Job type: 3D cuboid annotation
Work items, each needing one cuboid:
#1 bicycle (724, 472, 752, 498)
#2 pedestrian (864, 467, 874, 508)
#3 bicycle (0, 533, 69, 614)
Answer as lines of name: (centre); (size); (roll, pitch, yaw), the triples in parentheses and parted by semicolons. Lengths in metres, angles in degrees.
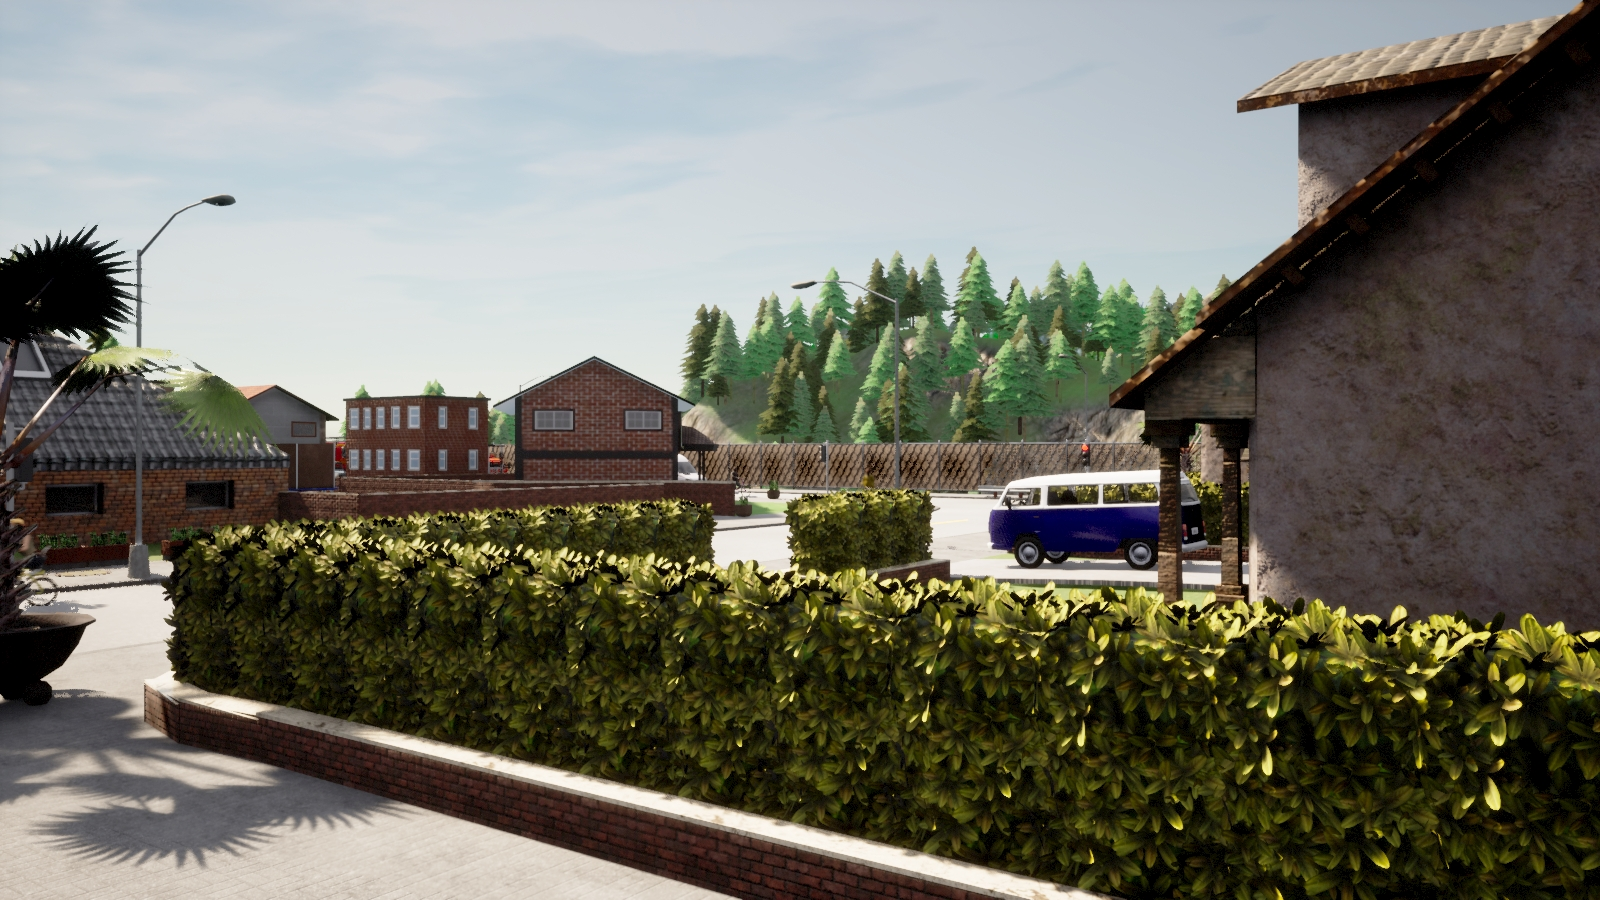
bicycle: (-3.643, 2.044, 67.431); (1.835, 1.471, 0.329); (0, 0, 35)
pedestrian: (3.181, 1.734, 52.816); (0.375, 1.860, 0.375); (0, 0, 17)
bicycle: (-13.730, 2.149, 19.870); (0.859, 1.276, 1.487); (0, 0, 35)
